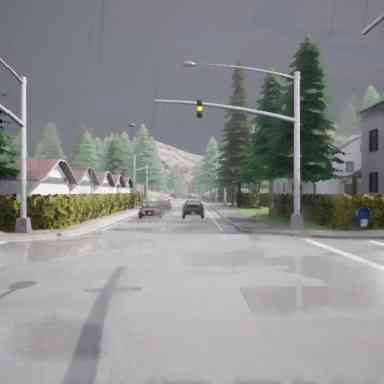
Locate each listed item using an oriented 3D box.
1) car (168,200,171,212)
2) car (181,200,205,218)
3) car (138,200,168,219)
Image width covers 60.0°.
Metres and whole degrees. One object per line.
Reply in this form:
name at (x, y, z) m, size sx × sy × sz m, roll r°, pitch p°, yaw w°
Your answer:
car at (-3.493, 1.611, 39.353) m, size 1.895 × 1.301 × 4.718 m, roll 0°, pitch 0°, yaw 0°
car at (0.106, 1.512, 30.537) m, size 1.837 × 1.490 × 4.892 m, roll 0°, pitch 0°, yaw 0°
car at (-3.494, 1.571, 29.358) m, size 1.994 × 1.385 × 4.181 m, roll 0°, pitch 0°, yaw 0°
